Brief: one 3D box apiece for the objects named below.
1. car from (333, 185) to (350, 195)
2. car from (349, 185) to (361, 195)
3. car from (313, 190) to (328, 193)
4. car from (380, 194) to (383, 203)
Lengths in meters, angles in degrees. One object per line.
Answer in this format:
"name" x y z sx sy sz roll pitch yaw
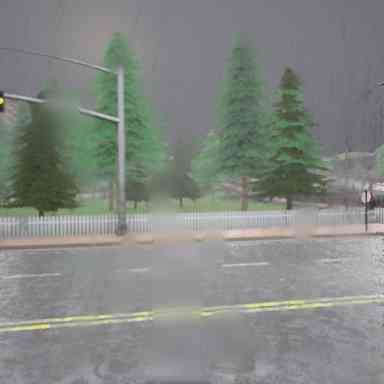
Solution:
"car" 24.286 -0.117 57.421 2.128 1.511 4.902 -1 6 -11
"car" 27.626 -0.343 58.597 2.097 1.767 4.553 -1 6 -11
"car" 20.819 -0.092 56.848 2.128 1.511 4.902 -1 6 -11
"car" 24.048 0.999 41.305 1.994 1.385 4.181 -1 2 -12
